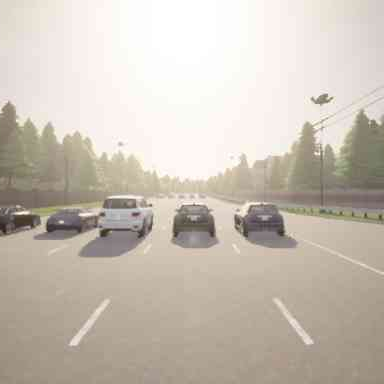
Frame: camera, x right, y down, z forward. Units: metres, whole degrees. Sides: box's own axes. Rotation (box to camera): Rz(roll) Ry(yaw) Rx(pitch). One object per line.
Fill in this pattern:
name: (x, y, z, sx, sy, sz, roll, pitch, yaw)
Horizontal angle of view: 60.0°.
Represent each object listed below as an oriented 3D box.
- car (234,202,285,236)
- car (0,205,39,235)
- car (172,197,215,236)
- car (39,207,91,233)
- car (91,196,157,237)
car: (3.597, 1.340, 18.546, 2.097, 1.767, 4.553, 0, 0, 0)
car: (-10.403, 1.479, 18.804, 2.128, 1.511, 4.902, 0, 0, 0)
car: (0.097, 1.340, 18.542, 2.097, 1.767, 4.553, 0, 0, 0)
car: (-6.903, 1.551, 19.582, 1.994, 1.385, 4.181, 0, 0, 0)
car: (-3.402, 1.210, 17.950, 2.150, 2.045, 5.566, 0, 0, 0)
